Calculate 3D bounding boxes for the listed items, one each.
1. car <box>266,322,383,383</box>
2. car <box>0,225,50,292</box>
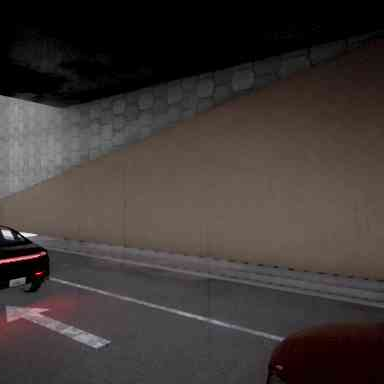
[{"bbox_3d":[2.734,1.526,1.934,4.674,1.442,1.812,0,0,36],"label":"car"},{"bbox_3d":[-5.274,1.491,7.703,4.902,1.511,2.128,0,0,35],"label":"car"}]
